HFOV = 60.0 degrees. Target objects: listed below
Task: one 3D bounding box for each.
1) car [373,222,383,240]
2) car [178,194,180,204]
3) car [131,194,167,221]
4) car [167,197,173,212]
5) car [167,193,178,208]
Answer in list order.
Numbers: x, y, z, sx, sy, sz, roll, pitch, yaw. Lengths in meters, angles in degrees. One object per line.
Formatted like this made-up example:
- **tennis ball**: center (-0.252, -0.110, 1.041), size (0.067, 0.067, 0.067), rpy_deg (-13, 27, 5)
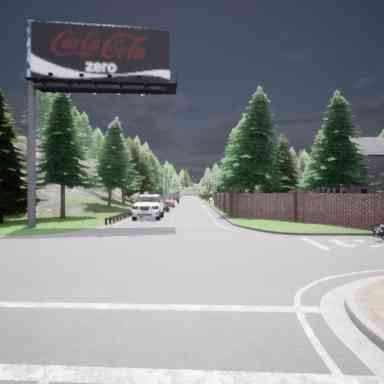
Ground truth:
- **car**: center (11.214, 1.680, 15.739), size (4.892, 1.490, 1.837), rpy_deg (0, 0, 1)
- **car**: center (-3.457, 1.267, 63.442), size (2.150, 2.045, 5.566), rpy_deg (0, 0, 0)
- **car**: center (-3.587, 1.218, 27.822), size (2.150, 2.045, 5.566), rpy_deg (0, 0, 0)
- **car**: center (-3.572, 1.559, 37.916), size (1.994, 1.385, 4.181), rpy_deg (0, 0, 0)
- **car**: center (-3.558, 1.346, 47.798), size (2.097, 1.767, 4.553), rpy_deg (0, 0, 0)
